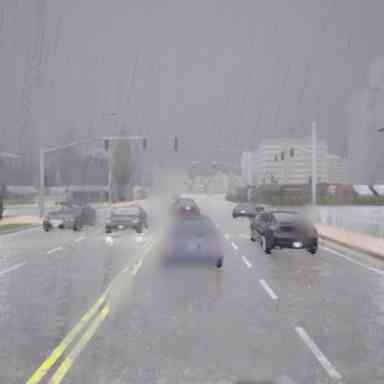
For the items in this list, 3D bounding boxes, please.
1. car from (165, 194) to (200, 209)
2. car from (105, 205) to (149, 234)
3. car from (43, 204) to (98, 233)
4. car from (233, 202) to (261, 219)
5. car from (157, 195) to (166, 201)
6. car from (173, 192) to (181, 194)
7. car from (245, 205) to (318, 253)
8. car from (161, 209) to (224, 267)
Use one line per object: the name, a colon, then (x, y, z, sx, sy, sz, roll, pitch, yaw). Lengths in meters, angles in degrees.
car: (-0.742, 1.308, 28.323, 2.097, 1.767, 4.553, 0, 0, -11)
car: (-3.555, 1.496, 18.990, 1.812, 1.442, 4.674, 0, 0, 0)
car: (-7.051, 1.462, 19.675, 2.128, 1.511, 4.902, 0, 0, 1)
car: (4.963, 1.522, 28.360, 1.994, 1.385, 4.181, 0, 0, 26)
car: (-7.019, 1.406, 78.480, 1.812, 1.442, 4.674, 0, 0, 0)
car: (-3.519, 1.107, 78.451, 2.150, 2.045, 5.566, 0, 0, 0)
car: (3.543, 1.485, 13.518, 1.837, 1.490, 4.892, 0, 0, 0)
car: (0.024, 1.530, 11.317, 2.033, 1.411, 5.357, 0, 0, 1)
